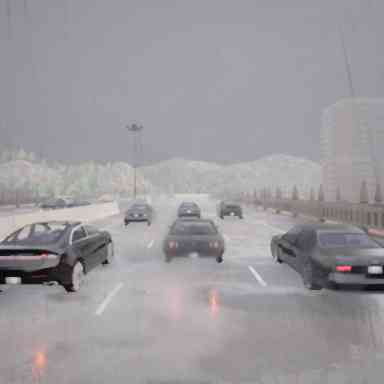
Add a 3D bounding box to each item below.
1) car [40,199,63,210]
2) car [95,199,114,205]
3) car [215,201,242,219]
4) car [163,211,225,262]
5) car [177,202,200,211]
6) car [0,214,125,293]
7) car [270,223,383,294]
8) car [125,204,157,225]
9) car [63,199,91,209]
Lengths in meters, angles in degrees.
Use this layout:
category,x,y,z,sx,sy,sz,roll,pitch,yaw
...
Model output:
category,x,y,z,sx,sy,sz,roll,pitch,yaw
car,-18.395,1.575,44.524,2.033,1.411,5.357,0,0,-1
car,-11.378,1.628,43.819,1.895,1.301,4.718,0,0,-1
car,3.213,1.523,29.312,1.837,1.490,4.892,0,0,-1
car,0.054,1.609,12.175,1.895,1.301,4.718,0,0,0
car,-0.295,1.583,29.516,1.994,1.385,4.181,0,0,-1
car,-3.452,1.498,8.865,2.128,1.511,4.902,0,0,0
car,3.554,1.553,8.959,2.033,1.411,5.357,0,0,0
car,-3.667,1.563,24.021,2.033,1.411,5.357,0,0,-1
car,-14.877,1.628,43.718,1.895,1.301,4.718,0,0,-1
